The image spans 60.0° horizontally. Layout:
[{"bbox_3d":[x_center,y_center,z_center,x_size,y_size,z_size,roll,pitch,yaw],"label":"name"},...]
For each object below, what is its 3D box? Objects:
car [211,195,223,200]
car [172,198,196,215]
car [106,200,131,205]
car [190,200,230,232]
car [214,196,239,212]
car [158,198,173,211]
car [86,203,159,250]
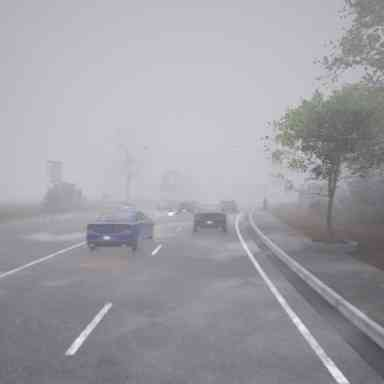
[{"bbox_3d":[5.750,1.311,73.444,1.882,1.535,5.008,0,0,25],"label":"car"},{"bbox_3d":[-0.264,1.501,33.786,1.837,1.490,4.892,0,0,11],"label":"car"},{"bbox_3d":[-7.522,1.525,34.313,2.033,1.411,5.357,0,0,11],"label":"car"},{"bbox_3d":[1.202,1.479,20.326,1.882,1.535,5.008,0,0,6],"label":"car"},{"bbox_3d":[4.232,1.499,38.005,2.128,1.511,4.902,0,0,13],"label":"car"},{"bbox_3d":[-2.726,1.492,39.785,1.837,1.490,4.892,0,0,14],"label":"car"},{"bbox_3d":[-2.864,1.472,14.269,1.882,1.535,5.008,0,0,3],"label":"car"}]
